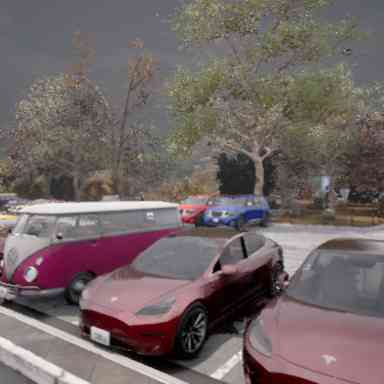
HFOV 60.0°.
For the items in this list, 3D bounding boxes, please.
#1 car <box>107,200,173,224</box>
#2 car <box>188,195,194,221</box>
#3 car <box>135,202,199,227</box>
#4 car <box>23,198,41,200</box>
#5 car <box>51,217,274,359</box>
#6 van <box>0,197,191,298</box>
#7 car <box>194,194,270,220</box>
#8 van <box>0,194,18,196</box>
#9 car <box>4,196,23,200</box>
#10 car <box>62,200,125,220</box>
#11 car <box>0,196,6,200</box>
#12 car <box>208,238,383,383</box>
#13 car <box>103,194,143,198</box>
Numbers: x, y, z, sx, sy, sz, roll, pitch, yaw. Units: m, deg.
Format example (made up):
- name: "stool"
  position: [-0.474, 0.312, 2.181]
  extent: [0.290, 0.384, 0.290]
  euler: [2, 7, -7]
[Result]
- name: "car"
  position: [-3.804, 1.436, 25.243]
  extent: [2.097, 1.535, 5.008]
  euler: [0, 0, 35]
- name: "car"
  position: [0.721, 1.193, 21.997]
  extent: [2.435, 2.045, 5.566]
  euler: [0, 0, 35]
- name: "car"
  position: [-1.634, 1.479, 23.704]
  extent: [2.002, 1.452, 4.674]
  euler: [0, 0, 35]
- name: "car"
  position: [-12.882, 1.438, 31.698]
  extent: [2.097, 1.535, 5.008]
  euler: [0, 0, 35]
- name: "car"
  position: [0.178, 1.494, 6.334]
  extent: [2.163, 1.488, 4.792]
  euler: [0, 0, 35]
- name: "van"
  position: [-2.157, 1.232, 7.887]
  extent: [1.878, 1.987, 4.442]
  euler: [0, 0, 35]
- name: "car"
  position: [2.891, 1.200, 20.455]
  extent: [2.435, 2.045, 5.566]
  euler: [0, 0, 35]
- name: "van"
  position: [-21.891, 1.220, 38.259]
  extent: [1.878, 1.987, 4.442]
  euler: [0, 0, 35]
- name: "car"
  position: [-15.257, 1.437, 33.167]
  extent: [1.946, 1.575, 5.366]
  euler: [0, 0, 35]
- name: "car"
  position: [-8.323, 1.464, 28.499]
  extent: [2.163, 1.488, 4.792]
  euler: [0, 0, 35]
- name: "car"
  position: [-17.421, 1.482, 34.931]
  extent: [2.002, 1.452, 4.674]
  euler: [0, 0, 35]
- name: "car"
  position: [2.462, 1.501, 4.710]
  extent: [2.163, 1.488, 4.792]
  euler: [0, 0, 35]
- name: "car"
  position: [-6.088, 1.183, 26.840]
  extent: [2.435, 2.045, 5.566]
  euler: [0, 0, 35]
